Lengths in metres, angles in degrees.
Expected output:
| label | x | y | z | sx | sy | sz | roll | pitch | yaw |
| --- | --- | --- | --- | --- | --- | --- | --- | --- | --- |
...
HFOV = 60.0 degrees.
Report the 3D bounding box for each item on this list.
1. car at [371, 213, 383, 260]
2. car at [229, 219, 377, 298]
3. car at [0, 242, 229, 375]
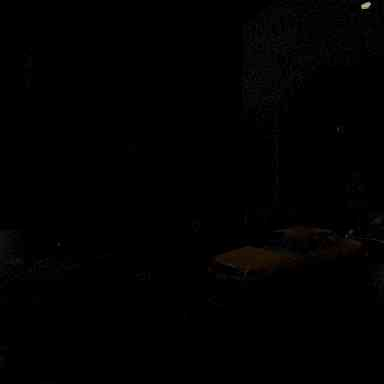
| label | x | y | z | sx | sy | sz | roll | pitch | yaw |
| --- | --- | --- | --- | --- | --- | --- | --- | --- | --- |
| car | 7.128 | 1.441 | 11.749 | 4.097 | 1.590 | 1.967 | 0 | 0 | -36 |
| car | 2.567 | 1.525 | 8.488 | 4.829 | 1.417 | 1.752 | 0 | 0 | -36 |
| car | -1.719 | 1.566 | 5.424 | 4.313 | 1.339 | 1.947 | 0 | 0 | -36 |
